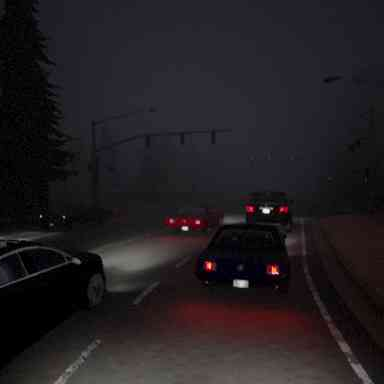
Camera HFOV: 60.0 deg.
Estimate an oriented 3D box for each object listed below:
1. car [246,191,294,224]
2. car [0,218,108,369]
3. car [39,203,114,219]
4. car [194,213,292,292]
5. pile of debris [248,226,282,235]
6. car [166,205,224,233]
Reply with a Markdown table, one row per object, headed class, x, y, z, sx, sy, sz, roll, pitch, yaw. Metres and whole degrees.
| class | x | y | z | sx | sy | sz | roll | pitch | yaw |
| --- | --- | --- | --- | --- | --- | --- | --- | --- | --- |
| car | 4.262 | 0.946 | 17.994 | 2.150 | 2.045 | 5.566 | 0 | 1 | 18 |
| car | -2.841 | 1.421 | 4.709 | 2.128 | 1.511 | 4.902 | 0 | 1 | 8 |
| car | -6.529 | 1.321 | 19.147 | 1.895 | 1.301 | 4.718 | 0 | 1 | 18 |
| car | 1.490 | 1.468 | 8.633 | 1.895 | 1.301 | 4.718 | 0 | 1 | 14 |
| pile of debris | 3.725 | 1.919 | 16.734 | 1.500 | 0.140 | 1.860 | 0 | 1 | 18 |
| car | 0.354 | 1.339 | 17.223 | 1.895 | 1.301 | 4.718 | 0 | 1 | 17 |
